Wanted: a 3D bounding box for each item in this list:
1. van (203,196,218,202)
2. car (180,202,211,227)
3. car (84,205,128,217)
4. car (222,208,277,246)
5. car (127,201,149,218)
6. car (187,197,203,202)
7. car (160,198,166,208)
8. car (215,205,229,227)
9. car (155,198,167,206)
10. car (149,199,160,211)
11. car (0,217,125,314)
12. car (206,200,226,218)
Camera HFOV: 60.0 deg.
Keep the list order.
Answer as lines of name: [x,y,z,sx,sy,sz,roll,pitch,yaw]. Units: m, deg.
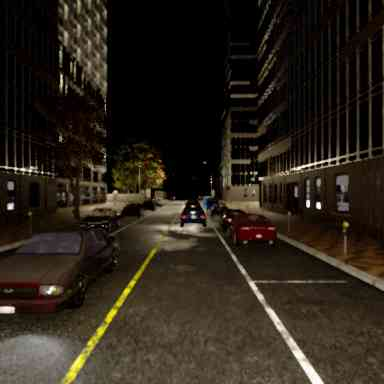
van: [2.673,1.602,44.079,1.690,1.788,3.998,0,0,0]
car: [0.089,1.713,24.395,2.033,1.411,5.357,0,0,0]
car: [-5.700,1.696,21.269,2.008,1.369,4.403,0,0,0]
car: [2.683,1.651,15.574,1.887,1.381,4.507,0,0,0]
car: [-5.705,1.759,32.669,1.887,1.381,4.507,0,0,0]
car: [0.081,1.730,41.469,1.882,1.535,5.008,0,0,0]
car: [-5.794,1.855,55.469,1.947,1.339,4.313,0,0,0]
car: [2.680,1.727,21.271,1.802,1.307,4.206,0,0,0]
car: [-5.846,1.831,62.704,1.752,1.417,4.829,0,0,0]
car: [-5.709,1.827,44.073,1.947,1.339,4.313,0,0,0]
car: [-3.102,1.604,8.226,2.033,1.411,5.357,0,0,0]
car: [2.676,1.764,32.673,2.008,1.369,4.403,0,0,0]
